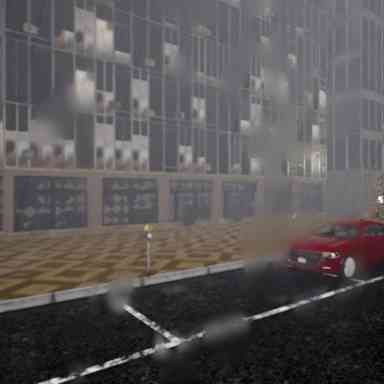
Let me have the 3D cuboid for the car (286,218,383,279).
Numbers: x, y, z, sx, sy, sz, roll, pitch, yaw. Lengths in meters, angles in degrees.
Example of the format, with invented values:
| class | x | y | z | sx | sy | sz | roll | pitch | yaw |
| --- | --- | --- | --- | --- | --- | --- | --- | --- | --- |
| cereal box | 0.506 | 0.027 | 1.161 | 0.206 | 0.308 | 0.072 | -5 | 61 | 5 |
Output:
| class | x | y | z | sx | sy | sz | roll | pitch | yaw |
| --- | --- | --- | --- | --- | --- | --- | --- | --- | --- |
| car | 4.672 | 1.508 | 9.895 | 4.507 | 1.381 | 1.887 | 0 | 0 | -36 |
